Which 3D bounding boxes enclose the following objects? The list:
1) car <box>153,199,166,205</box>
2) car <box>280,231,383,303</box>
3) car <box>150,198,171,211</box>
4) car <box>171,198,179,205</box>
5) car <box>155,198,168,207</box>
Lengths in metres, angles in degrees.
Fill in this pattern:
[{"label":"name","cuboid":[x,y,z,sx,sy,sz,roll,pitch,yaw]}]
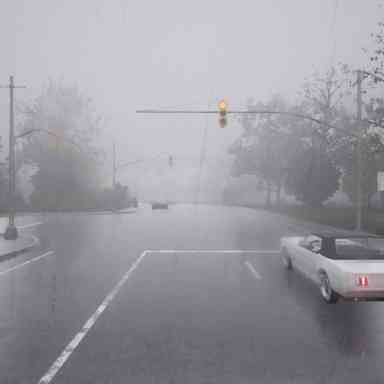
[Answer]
[{"label":"car","cuboid":[-8.196,2.461,83.078,1.895,1.301,4.718,0,-1,-25]},{"label":"car","cuboid":[3.602,1.601,8.129,1.895,1.301,4.718,0,0,0]},{"label":"car","cuboid":[-4.002,1.546,42.566,1.882,1.535,5.008,0,-1,-3]},{"label":"car","cuboid":[-4.942,2.248,73.752,1.895,1.301,4.718,0,-1,-19]},{"label":"car","cuboid":[-5.239,1.770,57.018,1.882,1.535,5.008,0,-1,-8]}]
